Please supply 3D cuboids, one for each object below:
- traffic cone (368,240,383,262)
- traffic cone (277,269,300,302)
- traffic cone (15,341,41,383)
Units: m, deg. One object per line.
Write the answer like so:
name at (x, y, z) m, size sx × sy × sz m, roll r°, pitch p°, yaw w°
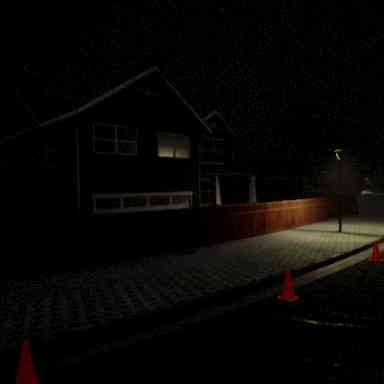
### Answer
traffic cone at (5.520, 1.749, 9.979) m, size 0.340 × 0.580 × 0.340 m, roll -2°, pitch 1°, yaw -44°
traffic cone at (1.941, 1.846, 6.713) m, size 0.340 × 0.580 × 0.340 m, roll -2°, pitch 1°, yaw -41°
traffic cone at (-1.833, 1.944, 3.675) m, size 0.340 × 0.580 × 0.340 m, roll -1°, pitch 1°, yaw -37°
